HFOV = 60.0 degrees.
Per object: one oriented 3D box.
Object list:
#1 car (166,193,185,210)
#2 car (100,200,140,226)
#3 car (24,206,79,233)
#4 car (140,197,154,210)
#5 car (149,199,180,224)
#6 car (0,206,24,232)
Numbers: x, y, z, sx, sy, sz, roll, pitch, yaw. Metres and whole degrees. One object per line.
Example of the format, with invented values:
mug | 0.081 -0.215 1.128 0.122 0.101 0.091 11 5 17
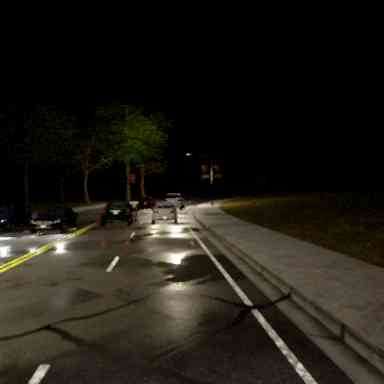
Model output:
car | -2.173 1.199 42.423 2.150 2.045 5.566 -1 0 3
car | -5.218 1.411 24.172 2.097 1.767 4.553 -1 0 -4
car | -8.372 1.625 20.647 1.812 1.442 4.674 -1 0 -5
car | -5.445 1.387 41.423 2.097 1.767 4.553 -1 0 2
car | -2.050 1.543 25.310 1.812 1.442 4.674 -1 0 -4
car | -11.664 1.665 21.020 1.812 1.442 4.674 -1 0 -4
